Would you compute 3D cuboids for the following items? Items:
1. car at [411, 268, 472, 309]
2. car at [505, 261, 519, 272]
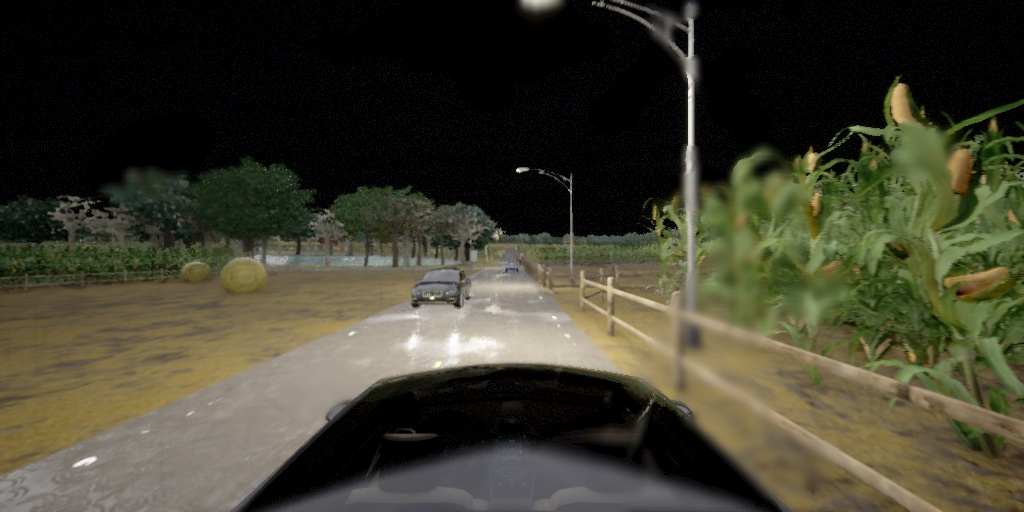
[{"bbox_3d":[-2.806,1.257,15.076,1.837,1.490,4.892,0,-1,0],"label":"car"},{"bbox_3d":[0.006,1.432,48.993,2.033,1.411,5.357,0,0,0],"label":"car"}]
